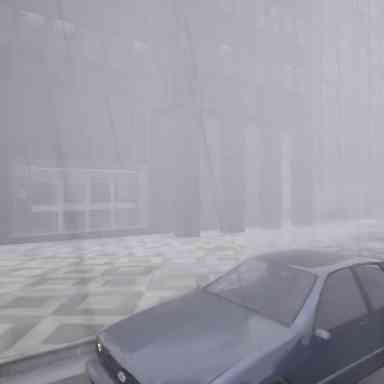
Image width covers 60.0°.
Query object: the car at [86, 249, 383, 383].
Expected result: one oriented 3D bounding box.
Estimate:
[{"bbox_3d":[1.488,1.547,4.428,5.357,1.411,2.033,0,0,-35],"label":"car"}]
